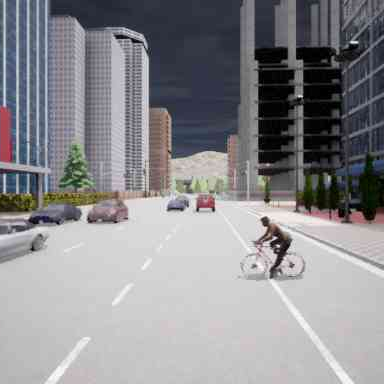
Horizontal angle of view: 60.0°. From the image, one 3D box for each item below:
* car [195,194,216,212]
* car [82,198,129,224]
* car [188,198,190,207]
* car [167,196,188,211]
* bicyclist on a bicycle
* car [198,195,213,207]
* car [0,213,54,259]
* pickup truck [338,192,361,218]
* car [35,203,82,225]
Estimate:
[{"bbox_3d":[1.612,1.222,39.487,2.150,2.045,5.566,0,0,2],"label":"car"},{"bbox_3d":[-6.169,1.352,24.780,2.097,1.767,4.553,0,0,2],"label":"car"},{"bbox_3d":[-1.463,1.352,50.282,2.097,1.767,4.553,0,0,2],"label":"car"},{"bbox_3d":[-1.858,1.563,40.292,1.994,1.385,4.181,0,0,2],"label":"car"},{"bbox_3d":[2.078,1.452,8.609,1.656,1.620,0.582,-2,0,2],"label":"bicyclist on a bicycle"},{"bbox_3d":[2.046,1.352,50.475,2.097,1.767,4.553,0,0,2],"label":"car"},{"bbox_3d":[-6.729,1.601,11.179,1.895,1.301,4.718,0,0,2],"label":"car"},{"bbox_3d":[14.200,1.059,28.443,2.390,2.098,6.274,0,0,33],"label":"pickup truck"},{"bbox_3d":[-9.698,1.547,24.235,2.033,1.411,5.357,0,0,2],"label":"car"}]
